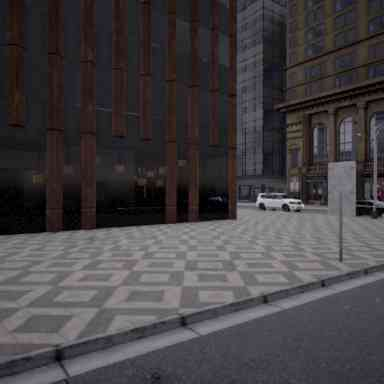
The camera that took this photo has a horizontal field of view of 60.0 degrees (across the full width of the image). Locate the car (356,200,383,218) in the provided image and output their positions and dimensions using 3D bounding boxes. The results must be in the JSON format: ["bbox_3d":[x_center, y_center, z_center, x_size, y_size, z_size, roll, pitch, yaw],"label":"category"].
[{"bbox_3d":[15.486,1.456,28.458,1.837,1.490,4.892,0,0,-37],"label":"car"}]

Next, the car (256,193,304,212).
[{"bbox_3d":[9.584,1.143,36.754,2.150,2.045,5.566,0,0,-36],"label":"car"}]
